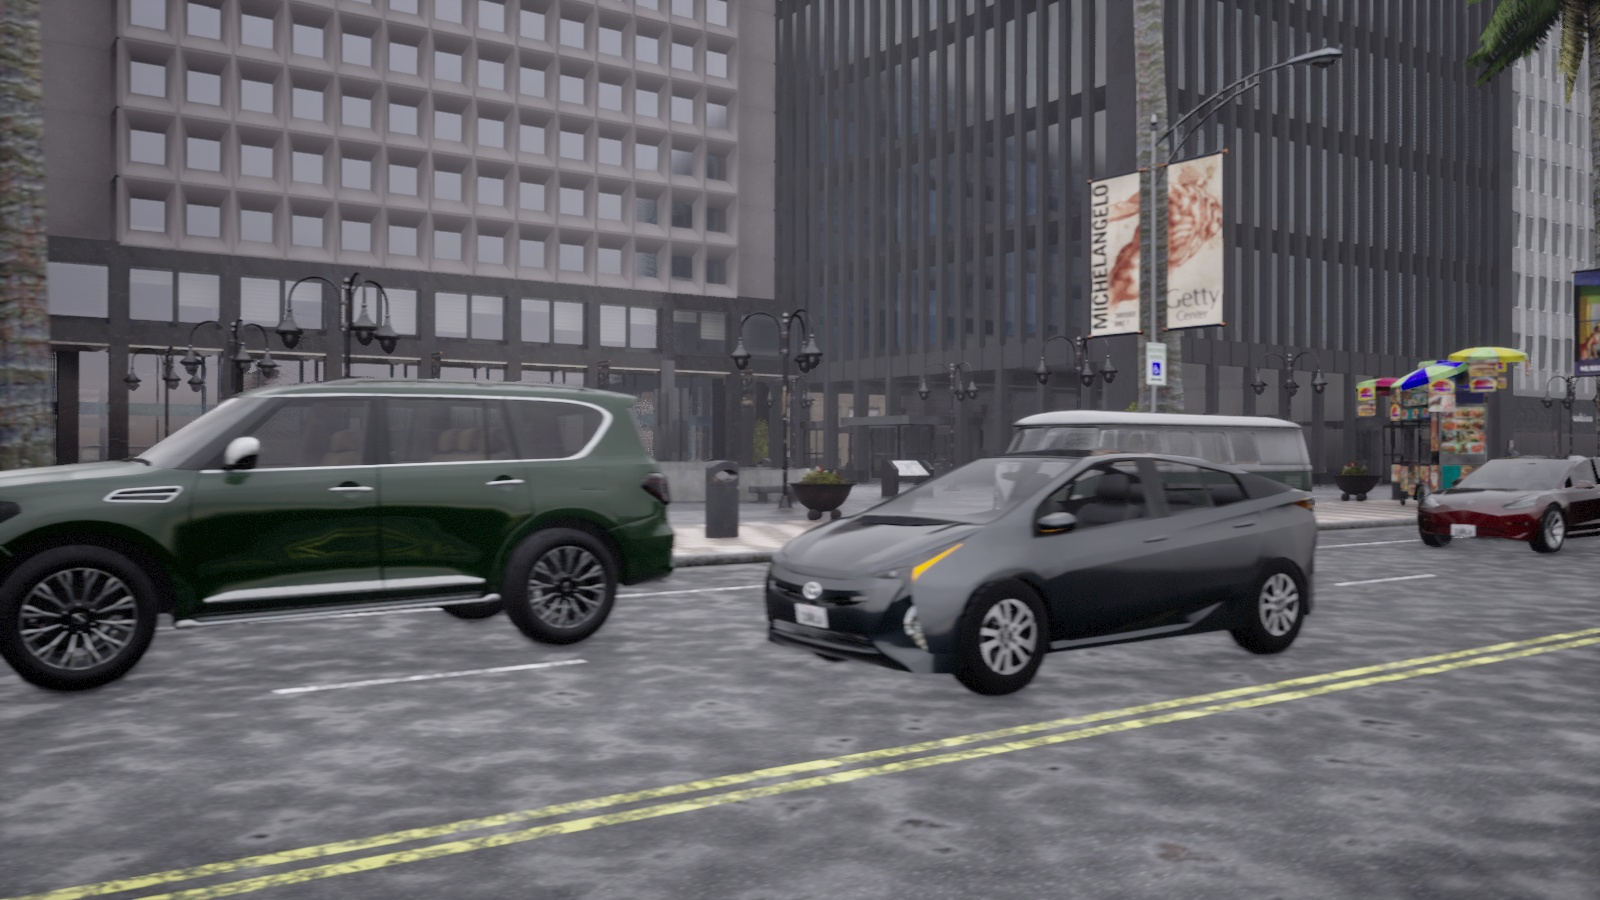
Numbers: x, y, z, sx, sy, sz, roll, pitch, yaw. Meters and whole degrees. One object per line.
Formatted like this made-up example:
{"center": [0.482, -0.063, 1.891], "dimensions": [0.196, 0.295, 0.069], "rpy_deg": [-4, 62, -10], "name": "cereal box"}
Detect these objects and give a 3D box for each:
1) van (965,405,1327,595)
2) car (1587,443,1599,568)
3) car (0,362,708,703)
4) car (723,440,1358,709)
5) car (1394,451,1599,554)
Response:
{"center": [4.247, 0.526, 15.139], "dimensions": [4.442, 1.987, 1.775], "rpy_deg": [0, 0, -35], "name": "van"}
{"center": [12.711, 0.698, 16.746], "dimensions": [5.366, 1.575, 1.801], "rpy_deg": [0, 0, -35], "name": "car"}
{"center": [-3.651, 0.495, 9.653], "dimensions": [5.566, 2.045, 2.150], "rpy_deg": [0, 0, -35], "name": "car"}
{"center": [1.886, 0.710, 9.236], "dimensions": [4.514, 1.525, 2.007], "rpy_deg": [0, 0, -35], "name": "car"}
{"center": [12.078, 0.769, 20.579], "dimensions": [4.792, 1.488, 2.163], "rpy_deg": [0, 0, -35], "name": "car"}
